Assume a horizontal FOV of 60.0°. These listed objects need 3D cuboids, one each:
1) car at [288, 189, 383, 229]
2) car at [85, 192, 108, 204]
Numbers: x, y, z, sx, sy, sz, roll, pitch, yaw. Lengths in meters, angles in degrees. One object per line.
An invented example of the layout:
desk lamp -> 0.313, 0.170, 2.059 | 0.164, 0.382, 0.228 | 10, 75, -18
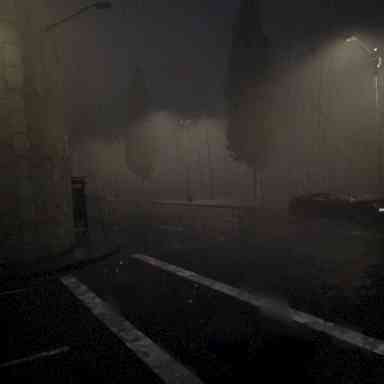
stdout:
car -> 6.519, 0.615, 14.596 | 2.128, 1.511, 4.902 | -6, 3, -36
car -> -12.027, 0.683, 40.426 | 2.033, 1.411, 5.357 | -6, 3, -36
